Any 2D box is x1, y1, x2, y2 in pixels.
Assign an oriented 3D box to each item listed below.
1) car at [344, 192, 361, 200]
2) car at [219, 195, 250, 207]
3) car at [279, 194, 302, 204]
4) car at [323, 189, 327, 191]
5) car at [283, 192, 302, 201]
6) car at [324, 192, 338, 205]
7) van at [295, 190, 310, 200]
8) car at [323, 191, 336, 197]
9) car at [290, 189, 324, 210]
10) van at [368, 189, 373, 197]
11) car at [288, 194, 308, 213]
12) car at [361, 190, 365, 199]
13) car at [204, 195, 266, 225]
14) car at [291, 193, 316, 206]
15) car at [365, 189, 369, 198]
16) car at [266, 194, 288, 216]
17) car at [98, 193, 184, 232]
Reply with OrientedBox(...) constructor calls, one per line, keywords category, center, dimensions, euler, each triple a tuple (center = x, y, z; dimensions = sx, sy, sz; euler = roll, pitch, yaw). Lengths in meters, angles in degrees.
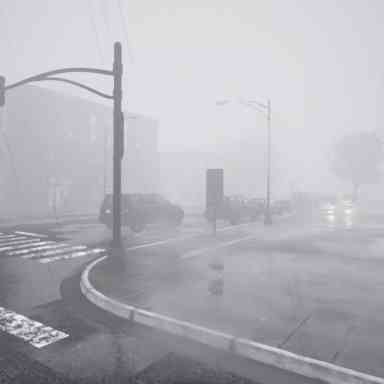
OrientedBox(category="car", center=(27.962, 0.788, 58.628), dimensions=(2.008, 1.369, 4.403), euler=(1, 2, 35))
OrientedBox(category="car", center=(5.287, 1.069, 40.606), dimensions=(1.947, 1.339, 4.313), euler=(1, 2, 35))
OrientedBox(category="car", center=(14.818, 0.970, 49.660), dimensions=(1.895, 1.301, 4.718), euler=(1, 1, 35))
OrientedBox(category="car", center=(27.378, 0.464, 72.500), dimensions=(1.967, 1.590, 4.097), euler=(1, 2, 35))
OrientedBox(category="car", center=(17.813, 0.759, 58.692), dimensions=(1.752, 1.417, 4.829), euler=(1, 2, 35))
OrientedBox(category="car", center=(18.495, 1.008, 44.959), dimensions=(1.947, 1.339, 4.313), euler=(1, 2, 35))
OrientedBox(category="van", center=(21.067, 0.504, 63.384), dimensions=(1.690, 1.788, 3.998), euler=(1, 2, 35))
OrientedBox(category="car", center=(33.687, 0.436, 81.616), dimensions=(2.008, 1.369, 4.403), euler=(2, 2, 35))
OrientedBox(category="car", center=(12.187, 0.892, 35.840), dimensions=(2.192, 1.841, 5.009), euler=(1, 2, 35))
OrientedBox(category="van", center=(40.587, 0.301, 76.852), dimensions=(1.690, 1.788, 3.998), euler=(1, 2, 35))
OrientedBox(category="car", center=(9.029, 1.195, 31.289), dimensions=(2.008, 1.369, 4.403), euler=(1, 2, 35))
OrientedBox(category="car", center=(31.117, 0.750, 63.186), dimensions=(1.802, 1.307, 4.206), euler=(1, 2, 35))
OrientedBox(category="car", center=(2.719, 1.093, 22.169), dimensions=(2.192, 1.841, 5.009), euler=(1, 2, 35))
OrientedBox(category="car", center=(15.040, 0.924, 44.613), dimensions=(1.882, 1.535, 5.008), euler=(1, 1, 35))
OrientedBox(category="car", center=(34.370, 0.622, 67.881), dimensions=(1.752, 1.417, 4.829), euler=(1, 2, 35))
OrientedBox(category="car", center=(5.874, 1.151, 26.729), dimensions=(1.967, 1.590, 4.097), euler=(1, 2, 35))
OrientedBox(category="car", center=(-2.721, 1.044, 19.056), dimensions=(2.150, 2.045, 5.566), euler=(1, 1, 35))
